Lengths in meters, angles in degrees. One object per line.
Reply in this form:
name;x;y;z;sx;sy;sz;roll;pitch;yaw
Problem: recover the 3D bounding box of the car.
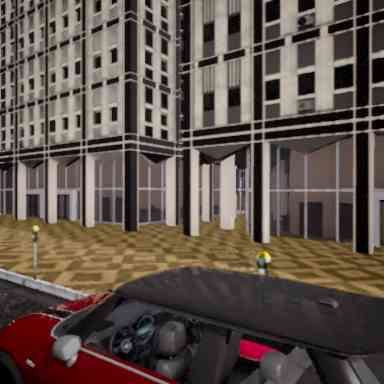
car;-0.128;1.433;2.969;4.097;1.590;1.967;0;0;35
